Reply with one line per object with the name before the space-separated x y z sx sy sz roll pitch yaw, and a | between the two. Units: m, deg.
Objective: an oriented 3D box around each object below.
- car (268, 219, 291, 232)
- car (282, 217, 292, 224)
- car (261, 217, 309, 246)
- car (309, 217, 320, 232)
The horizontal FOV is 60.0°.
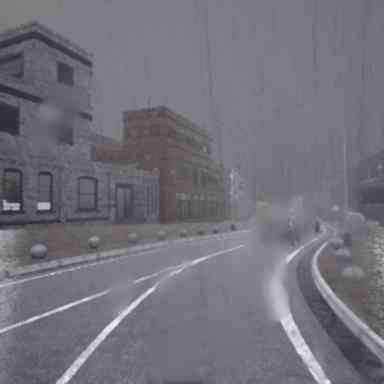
car | 9.953 3.713 37.640 1.895 1.301 4.718 -1 -4 22
car | 21.699 6.532 76.243 1.812 1.442 4.674 -1 -6 12
car | 5.454 2.307 19.904 2.128 1.511 4.902 -1 -4 25
car | 12.859 3.532 36.365 2.128 1.511 4.902 -1 -4 22
